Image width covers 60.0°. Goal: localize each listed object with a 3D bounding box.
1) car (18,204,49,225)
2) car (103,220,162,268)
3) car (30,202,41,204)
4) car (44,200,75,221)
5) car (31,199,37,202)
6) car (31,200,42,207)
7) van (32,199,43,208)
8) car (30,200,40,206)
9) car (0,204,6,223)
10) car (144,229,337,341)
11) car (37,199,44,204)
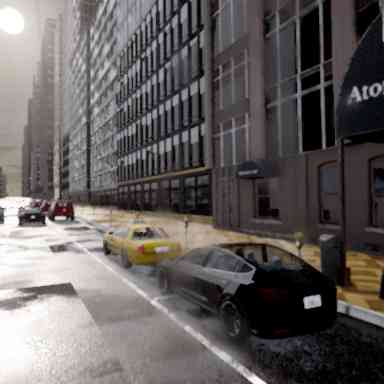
[{"bbox_3d":[-13.411,1.948,27.878,1.994,1.385,4.181,0,-1,-28],"label":"car"},{"bbox_3d":[-1.949,1.677,11.788,1.752,1.417,4.829,1,-1,-28],"label":"car"},{"bbox_3d":[-18.656,2.121,37.787,1.895,1.301,4.718,0,-1,-28],"label":"car"},{"bbox_3d":[-12.431,1.741,31.625,2.192,1.841,5.009,1,-1,-28],"label":"car"},{"bbox_3d":[-28.277,2.269,61.597,1.967,1.590,4.097,1,-1,-28],"label":"car"},{"bbox_3d":[-33.561,2.527,71.587,1.947,1.339,4.313,1,-1,-28],"label":"car"},{"bbox_3d":[-30.918,2.236,66.596,1.690,1.788,3.998,1,-1,-28],"label":"van"},{"bbox_3d":[-36.202,2.593,76.583,1.947,1.339,4.313,1,-1,-28],"label":"car"},{"bbox_3d":[-17.697,1.768,29.377,2.097,1.767,4.553,0,-1,-28],"label":"car"},{"bbox_3d":[0.771,1.646,6.641,1.947,1.339,4.313,1,-1,-28],"label":"car"},{"bbox_3d":[-17.713,1.877,41.617,2.192,1.841,5.009,1,-1,-28],"label":"car"}]
